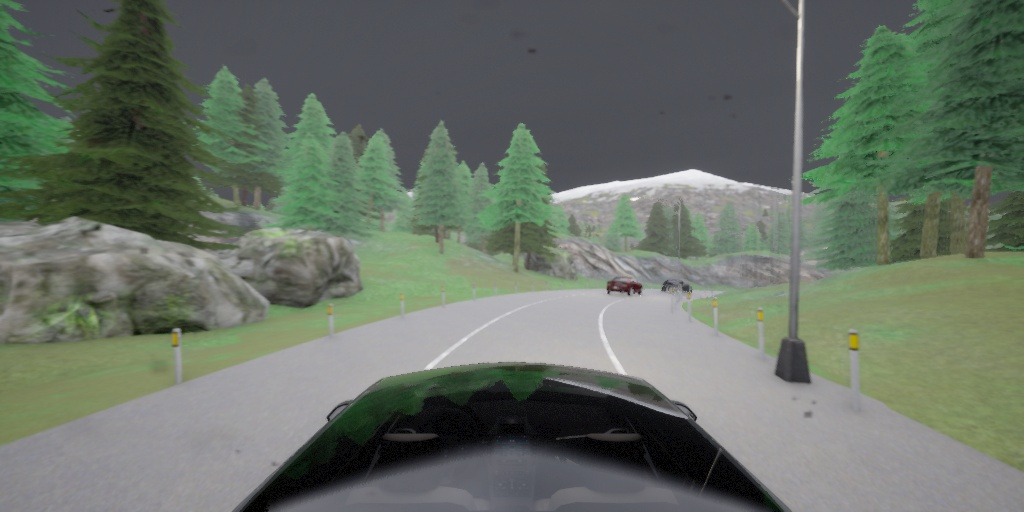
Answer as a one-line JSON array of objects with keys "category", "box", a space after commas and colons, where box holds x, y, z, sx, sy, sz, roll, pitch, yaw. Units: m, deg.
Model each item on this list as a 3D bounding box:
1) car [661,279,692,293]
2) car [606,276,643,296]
[{"category": "car", "box": [18.538, 3.409, 40.350, 4.892, 1.490, 1.837, 5, -2, -42]}, {"category": "car", "box": [9.561, 2.479, 30.223, 1.882, 1.535, 5.008, 1, -3, 35]}]
